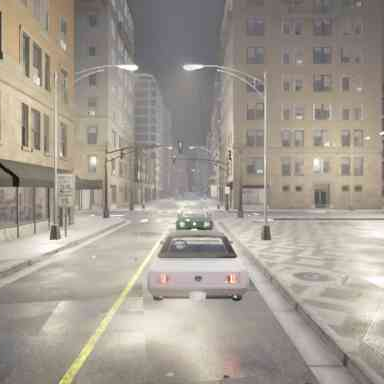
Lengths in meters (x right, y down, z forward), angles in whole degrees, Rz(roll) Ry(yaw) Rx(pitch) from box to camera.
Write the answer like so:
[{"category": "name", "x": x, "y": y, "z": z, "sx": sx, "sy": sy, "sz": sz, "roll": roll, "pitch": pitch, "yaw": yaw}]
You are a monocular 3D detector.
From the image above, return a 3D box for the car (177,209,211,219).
[{"category": "car", "x": 0.125, "y": 1.600, "z": 18.515, "sx": 1.895, "sy": 1.301, "sz": 4.718, "roll": 0, "pitch": 0, "yaw": 0}]

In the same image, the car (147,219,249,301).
[{"category": "car", "x": 0.111, "y": 1.601, "z": 8.280, "sx": 1.895, "sy": 1.301, "sz": 4.718, "roll": 0, "pitch": 0, "yaw": 0}]
